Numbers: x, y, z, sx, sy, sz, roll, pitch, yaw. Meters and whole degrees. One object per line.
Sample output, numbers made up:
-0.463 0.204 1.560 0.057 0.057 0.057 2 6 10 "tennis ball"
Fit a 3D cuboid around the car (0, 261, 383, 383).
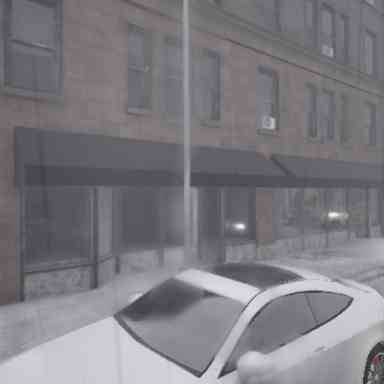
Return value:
0.353 1.542 3.366 4.674 1.442 1.812 0 -1 -37 "car"
